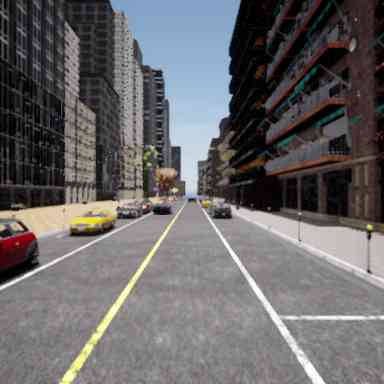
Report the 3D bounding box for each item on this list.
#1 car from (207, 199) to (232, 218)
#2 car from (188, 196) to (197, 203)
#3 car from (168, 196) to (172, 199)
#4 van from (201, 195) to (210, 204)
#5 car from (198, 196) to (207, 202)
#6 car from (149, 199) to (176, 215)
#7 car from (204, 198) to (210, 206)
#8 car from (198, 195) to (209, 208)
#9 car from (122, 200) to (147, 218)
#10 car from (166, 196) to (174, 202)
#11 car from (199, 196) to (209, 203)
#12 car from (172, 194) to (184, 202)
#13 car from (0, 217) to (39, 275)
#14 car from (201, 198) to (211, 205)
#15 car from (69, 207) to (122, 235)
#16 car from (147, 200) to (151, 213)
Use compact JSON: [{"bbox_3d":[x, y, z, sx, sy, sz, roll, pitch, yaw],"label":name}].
[{"bbox_3d":[2.699,1.649,30.724,2.008,1.369,4.403,0,0,0],"label":"car"},{"bbox_3d":[0.021,1.593,70.876,2.128,1.511,4.902,0,0,0],"label":"car"},{"bbox_3d":[-5.671,1.830,69.455,1.802,1.307,4.206,0,0,0],"label":"car"},{"bbox_3d":[2.709,1.588,69.453,1.690,1.788,3.998,0,0,0],"label":"van"},{"bbox_3d":[2.714,1.869,86.050,2.008,1.369,4.403,0,0,0],"label":"car"},{"bbox_3d":[-3.084,1.717,35.743,1.895,1.301,4.718,0,0,0],"label":"car"},{"bbox_3d":[2.700,1.668,36.257,2.008,1.369,4.403,0,0,0],"label":"car"},{"bbox_3d":[2.365,1.631,51.714,1.801,1.575,5.366,0,0,0],"label":"car"},{"bbox_3d":[-5.682,1.650,30.727,2.008,1.369,4.403,0,0,0],"label":"car"},{"bbox_3d":[-5.667,1.844,85.883,1.752,1.417,4.829,0,0,0],"label":"car"},{"bbox_3d":[2.710,1.710,74.985,1.967,1.590,4.097,0,0,0],"label":"car"},{"bbox_3d":[-2.978,1.407,77.880,2.097,1.767,4.553,0,0,0],"label":"car"},{"bbox_3d":[-5.688,1.467,8.596,1.967,1.590,4.097,0,0,0],"label":"car"},{"bbox_3d":[2.707,1.805,63.920,1.802,1.307,4.206,0,0,0],"label":"car"},{"bbox_3d":[-5.685,1.587,19.492,1.752,1.417,4.829,0,0,0],"label":"car"},{"bbox_3d":[-5.680,1.559,36.261,1.967,1.590,4.097,0,0,0],"label":"car"}]
